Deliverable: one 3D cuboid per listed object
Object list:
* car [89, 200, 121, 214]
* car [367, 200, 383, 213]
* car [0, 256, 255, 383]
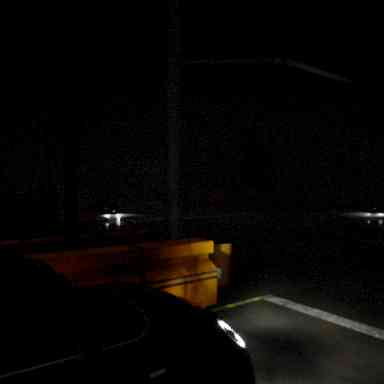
[{"bbox_3d":[-9.422,1.542,35.594,2.033,1.411,5.357,0,0,-36],"label":"car"},{"bbox_3d":[20.762,1.549,35.973,4.181,1.385,1.994,0,0,-35],"label":"car"},{"bbox_3d":[-1.595,1.352,2.685,4.553,1.767,2.097,0,0,-36],"label":"car"}]
